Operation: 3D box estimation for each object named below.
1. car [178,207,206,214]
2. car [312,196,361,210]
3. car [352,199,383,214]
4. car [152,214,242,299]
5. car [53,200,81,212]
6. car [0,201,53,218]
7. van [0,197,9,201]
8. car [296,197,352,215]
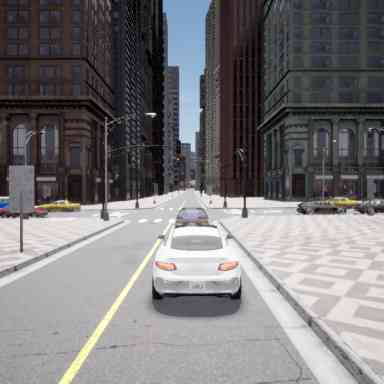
[{"bbox_3d":[0.021,1.533,17.878,2.033,1.411,5.357,0,0,1],"label":"car"},{"bbox_3d":[16.716,1.232,38.619,4.829,1.417,1.752,-1,1,0],"label":"car"},{"bbox_3d":[17.049,1.341,30.094,4.403,1.369,2.008,-1,1,0],"label":"car"},{"bbox_3d":[0.096,1.521,8.288,1.812,1.442,4.674,0,0,0],"label":"car"},{"bbox_3d":[-15.465,1.584,38.669,4.829,1.417,1.752,-1,1,0],"label":"car"},{"bbox_3d":[-15.298,1.727,30.145,4.206,1.307,1.802,-1,1,0],"label":"car"},{"bbox_3d":[-20.977,1.456,38.673,3.998,1.788,1.690,-1,1,0],"label":"van"},{"bbox_3d":[11.670,1.418,30.103,4.313,1.339,1.947,-1,1,0],"label":"car"}]
